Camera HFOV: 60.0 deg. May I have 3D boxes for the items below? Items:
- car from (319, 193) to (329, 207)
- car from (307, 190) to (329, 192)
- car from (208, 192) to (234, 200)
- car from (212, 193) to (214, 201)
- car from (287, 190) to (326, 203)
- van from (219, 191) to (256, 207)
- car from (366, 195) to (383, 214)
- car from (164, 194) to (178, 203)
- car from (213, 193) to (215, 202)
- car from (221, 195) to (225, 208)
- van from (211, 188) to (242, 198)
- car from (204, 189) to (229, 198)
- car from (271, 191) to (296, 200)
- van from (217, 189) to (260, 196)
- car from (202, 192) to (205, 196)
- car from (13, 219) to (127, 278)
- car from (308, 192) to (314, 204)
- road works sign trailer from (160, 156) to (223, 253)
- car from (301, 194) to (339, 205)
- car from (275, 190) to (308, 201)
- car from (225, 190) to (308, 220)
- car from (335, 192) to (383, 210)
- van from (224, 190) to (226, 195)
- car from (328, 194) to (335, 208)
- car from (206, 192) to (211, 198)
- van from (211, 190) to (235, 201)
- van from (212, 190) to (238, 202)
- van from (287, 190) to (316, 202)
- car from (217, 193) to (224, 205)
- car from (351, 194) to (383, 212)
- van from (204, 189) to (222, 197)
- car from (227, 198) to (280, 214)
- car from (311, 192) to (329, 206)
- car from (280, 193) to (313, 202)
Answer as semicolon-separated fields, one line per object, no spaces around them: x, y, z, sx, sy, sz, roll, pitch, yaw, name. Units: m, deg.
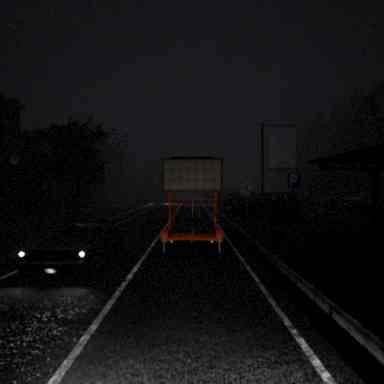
18.795;1.177;40.808;5.008;1.535;2.097;0;1;0;car
18.758;0.793;51.910;5.566;2.045;2.435;0;1;0;car
5.684;0.830;65.295;4.892;1.521;2.231;0;1;0;car
5.709;1.130;48.475;4.674;1.452;2.002;0;1;0;car
18.812;0.752;54.687;5.566;2.045;2.435;0;1;0;car
5.835;0.929;42.862;4.442;1.987;1.878;0;1;0;van
18.820;1.273;29.704;5.008;1.535;2.097;0;0;0;car
-3.314;1.081;52.950;1.994;1.385;4.181;0;1;0;car
5.744;1.155;45.667;4.792;1.488;2.163;0;1;0;car
5.550;1.276;28.846;5.366;1.575;1.946;0;0;0;car
5.821;0.786;54.082;4.442;1.987;1.878;0;1;0;van
5.648;0.395;76.503;5.566;2.045;2.435;0;1;0;car
18.797;0.651;68.566;4.553;1.767;2.185;0;1;0;car
5.605;0.957;40.060;4.442;1.987;1.878;0;0;0;van
5.652;0.440;73.700;5.566;2.045;2.435;0;1;0;car
-3.348;1.551;10.080;1.895;1.301;4.718;0;0;0;car
18.764;1.149;46.357;4.792;1.488;2.163;0;1;0;car
0.029;0.391;13.276;2.380;3.560;2.880;0;0;2;road works sign trailer
18.819;1.112;49.140;4.792;1.488;2.163;0;1;0;car
18.802;0.616;63.012;5.566;2.045;2.435;0;1;0;car
5.711;1.052;26.040;5.566;2.045;2.435;0;0;0;car
18.779;0.975;35.253;5.566;2.045;2.435;0;0;0;car
5.845;1.006;34.450;4.442;1.987;1.878;0;0;0;van
18.798;1.204;38.030;4.892;1.521;2.231;0;0;0;car
5.673;0.715;56.881;5.566;2.045;2.435;0;1;0;car
5.811;0.649;62.488;4.442;1.987;1.878;0;1;0;van
5.814;0.695;59.686;4.442;1.987;1.878;0;1;0;van
18.897;0.733;57.463;4.442;1.987;1.878;0;1;0;van
5.720;1.208;37.255;5.008;1.535;2.097;0;0;0;car
18.816;1.250;32.480;5.008;1.535;2.097;0;0;0;car
5.546;0.237;87.715;4.442;1.987;1.878;0;1;0;van
5.735;1.296;31.649;4.674;1.452;2.002;0;0;0;car
18.982;1.145;43.585;5.366;1.575;1.946;0;1;0;car
18.963;0.910;60.241;5.366;1.575;1.946;0;1;0;car
